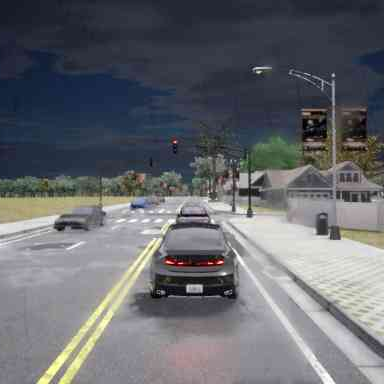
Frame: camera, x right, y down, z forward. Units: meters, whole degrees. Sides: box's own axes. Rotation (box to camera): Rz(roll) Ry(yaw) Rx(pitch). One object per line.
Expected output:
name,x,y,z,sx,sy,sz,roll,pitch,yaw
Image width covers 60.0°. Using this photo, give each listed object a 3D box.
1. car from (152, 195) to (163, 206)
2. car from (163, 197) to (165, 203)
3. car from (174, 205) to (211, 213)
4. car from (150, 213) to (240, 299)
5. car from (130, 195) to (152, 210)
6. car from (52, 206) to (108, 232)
car,-6.672,1.354,56.453,2.097,1.767,4.553,0,0,0
car,-6.609,1.570,69.008,1.994,1.385,4.181,0,0,0
car,0.045,1.501,18.746,2.128,1.511,4.902,0,0,-2
car,0.070,1.510,8.476,1.837,1.490,4.892,0,0,1
car,-6.663,1.487,42.485,1.882,1.535,5.008,0,0,0
car,-6.632,1.557,20.447,2.033,1.411,5.357,0,0,0
